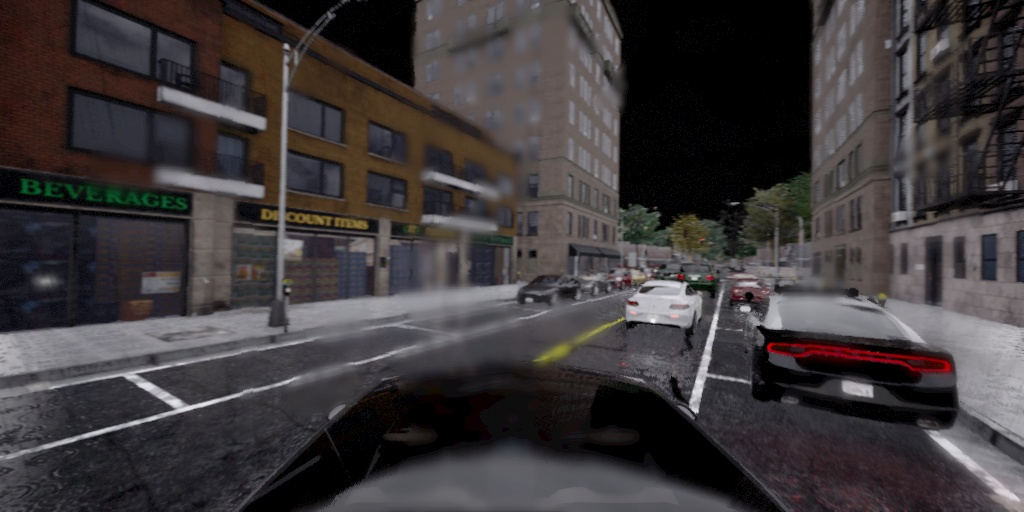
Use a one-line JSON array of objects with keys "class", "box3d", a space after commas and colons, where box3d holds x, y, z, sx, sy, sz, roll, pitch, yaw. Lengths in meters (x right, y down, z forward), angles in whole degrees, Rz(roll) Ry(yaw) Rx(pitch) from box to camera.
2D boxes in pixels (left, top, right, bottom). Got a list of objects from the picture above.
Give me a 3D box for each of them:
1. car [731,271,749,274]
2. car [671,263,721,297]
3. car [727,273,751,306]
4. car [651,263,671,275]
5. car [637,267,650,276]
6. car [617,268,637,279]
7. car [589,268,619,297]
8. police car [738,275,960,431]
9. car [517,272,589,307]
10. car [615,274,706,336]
[{"class": "car", "box3d": [14.549, 1.796, 22.469, 1.751, 1.417, 4.829, 0, 0, 31]}, {"class": "car", "box3d": [11.970, 1.454, 23.087, 2.150, 2.045, 5.566, 1, -1, 31]}, {"class": "car", "box3d": [11.610, 1.740, 17.600, 1.802, 1.307, 4.207, 0, 0, 31]}, {"class": "car", "box3d": [14.987, 1.643, 33.766, 2.150, 2.045, 5.566, 1, -1, 31]}, {"class": "car", "box3d": [10.352, 1.828, 31.047, 1.751, 1.417, 4.829, 0, 0, 31]}, {"class": "car", "box3d": [7.589, 1.630, 26.468, 1.967, 1.591, 4.097, 0, 0, 31]}, {"class": "car", "box3d": [4.739, 1.628, 21.744, 2.007, 1.370, 4.403, 0, 0, 31]}, {"class": "police car", "box3d": [5.170, 1.325, 6.193, 1.930, 1.638, 5.238, 1, -1, 31]}, {"class": "car", "box3d": [1.888, 1.532, 17.021, 1.948, 1.339, 4.313, 0, 0, 31]}, {"class": "car", "box3d": [4.882, 1.481, 11.351, 1.812, 1.442, 4.674, 1, -1, 31]}]
